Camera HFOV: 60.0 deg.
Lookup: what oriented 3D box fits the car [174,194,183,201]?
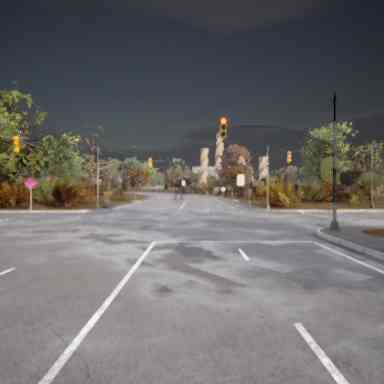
[{"bbox_3d":[-2.950,1.171,73.017,2.128,1.511,4.902,0,1,0],"label":"car"}]
